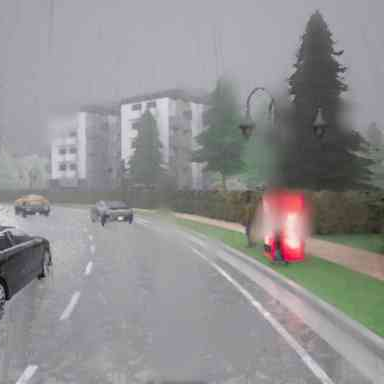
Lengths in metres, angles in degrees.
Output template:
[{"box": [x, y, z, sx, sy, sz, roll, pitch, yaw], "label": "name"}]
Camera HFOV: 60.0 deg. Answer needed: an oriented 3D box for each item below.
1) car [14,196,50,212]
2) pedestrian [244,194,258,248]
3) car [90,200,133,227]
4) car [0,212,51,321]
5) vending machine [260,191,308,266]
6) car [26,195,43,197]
[{"box": [-12.846, 1.287, 26.533, 1.895, 1.301, 4.718, -1, 1, -37], "label": "car"}, {"box": [1.950, 0.971, 11.265, 0.375, 1.860, 0.375, 0, 1, -14], "label": "pedestrian"}, {"box": [-5.077, 1.225, 20.647, 2.128, 1.511, 4.902, -1, 1, -27], "label": "car"}, {"box": [-4.280, 1.416, 6.684, 2.128, 1.511, 4.902, 0, 1, -9], "label": "car"}, {"box": [2.746, 1.039, 9.977, 1.100, 2.100, 0.880, 0, 1, -12], "label": "vending machine"}, {"box": [-17.771, 1.047, 36.860, 5.008, 1.535, 1.882, 0, 1, 39], "label": "car"}]
